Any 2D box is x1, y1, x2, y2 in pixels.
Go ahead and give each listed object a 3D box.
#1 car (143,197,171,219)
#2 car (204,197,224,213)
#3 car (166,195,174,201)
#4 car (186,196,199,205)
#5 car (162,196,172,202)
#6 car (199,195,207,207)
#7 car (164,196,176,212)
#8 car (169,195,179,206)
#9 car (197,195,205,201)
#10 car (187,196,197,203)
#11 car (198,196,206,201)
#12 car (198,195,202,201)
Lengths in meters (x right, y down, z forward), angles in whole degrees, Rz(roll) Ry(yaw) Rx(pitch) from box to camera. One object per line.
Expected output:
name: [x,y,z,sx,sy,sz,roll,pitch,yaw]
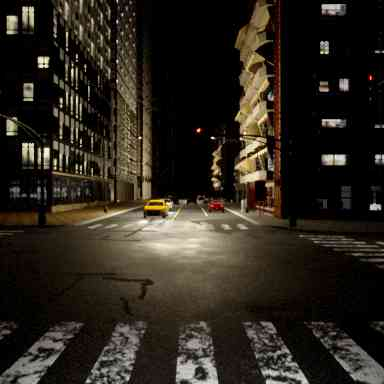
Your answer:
car: [-3.170,1.483,29.776,1.882,1.535,5.008,0,0,0]
car: [2.655,1.592,37.178,1.802,1.307,4.206,0,0,0]
car: [-5.899,1.597,89.615,1.887,1.381,4.507,0,0,0]
car: [-0.041,1.529,59.926,1.837,1.490,4.892,0,0,0]
car: [-5.872,1.591,78.317,2.008,1.369,4.403,0,0,0]
car: [2.575,1.568,50.095,2.008,1.369,4.403,0,0,0]
car: [-3.193,1.537,39.615,1.812,1.442,4.674,0,0,0]
car: [-3.196,1.569,56.785,2.033,1.411,5.357,0,0,0]
car: [2.481,1.492,89.635,1.967,1.590,4.097,0,0,0]
car: [-0.078,1.595,70.237,1.994,1.385,4.181,0,0,0]
car: [2.494,1.628,83.986,1.802,1.307,4.206,0,0,0]
car: [2.562,1.572,55.743,2.008,1.369,4.403,0,0,0]
